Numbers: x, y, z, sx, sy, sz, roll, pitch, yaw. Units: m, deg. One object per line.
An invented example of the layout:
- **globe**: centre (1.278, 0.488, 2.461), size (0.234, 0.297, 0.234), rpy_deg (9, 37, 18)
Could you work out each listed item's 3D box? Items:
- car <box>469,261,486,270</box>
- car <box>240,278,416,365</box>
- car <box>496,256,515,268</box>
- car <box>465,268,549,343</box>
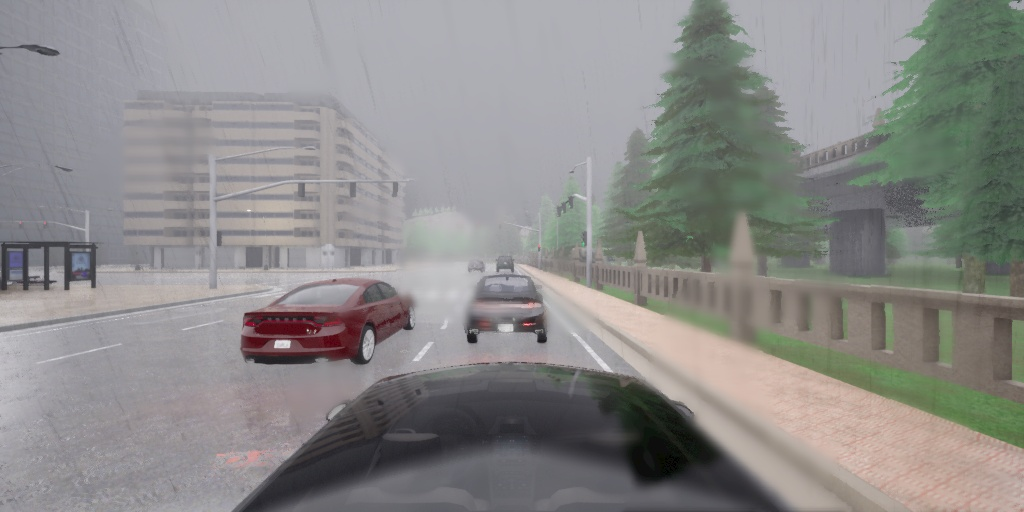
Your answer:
- **car**: centre (-4.367, 1.298, 45.008), size (2.033, 1.411, 5.357), rpy_deg (0, 0, -1)
- **car**: centre (-3.595, 1.228, 8.081), size (1.882, 1.535, 5.008), rpy_deg (0, 0, 0)
- **car**: centre (-0.865, 0.972, 45.332), size (2.150, 2.045, 5.566), rpy_deg (0, 0, -1)
- **car**: centre (-0.127, 1.242, 9.643), size (2.128, 1.511, 4.902), rpy_deg (0, 0, -1)
